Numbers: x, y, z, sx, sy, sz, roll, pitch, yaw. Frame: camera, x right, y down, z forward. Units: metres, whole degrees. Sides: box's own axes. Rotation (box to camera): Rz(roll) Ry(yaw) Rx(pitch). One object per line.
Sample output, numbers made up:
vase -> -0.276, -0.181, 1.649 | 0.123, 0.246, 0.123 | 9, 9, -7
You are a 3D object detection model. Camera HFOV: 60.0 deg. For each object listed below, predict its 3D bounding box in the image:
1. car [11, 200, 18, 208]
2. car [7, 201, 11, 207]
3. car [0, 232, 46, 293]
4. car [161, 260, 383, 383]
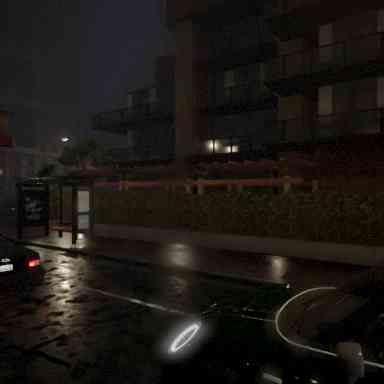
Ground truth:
car -> -22.024, 1.505, 46.529 | 1.837, 1.490, 4.892 | 0, 0, 36
car -> -24.521, 1.477, 49.072 | 1.882, 1.535, 5.008 | 0, 0, 35
car -> -5.701, 1.547, 8.018 | 5.357, 1.411, 2.033 | 0, 0, 36
car -> 1.914, 1.352, 2.639 | 4.553, 1.767, 2.097 | 0, 0, 35
